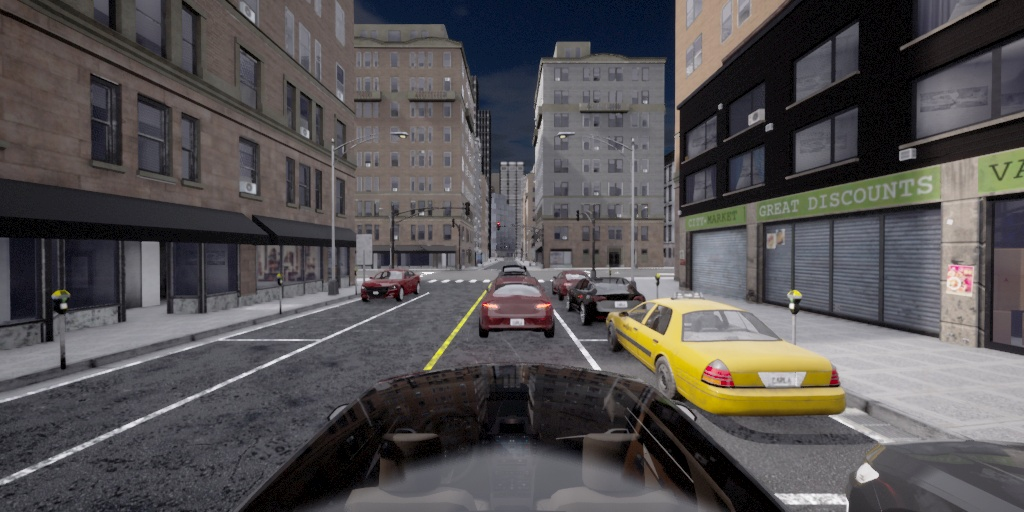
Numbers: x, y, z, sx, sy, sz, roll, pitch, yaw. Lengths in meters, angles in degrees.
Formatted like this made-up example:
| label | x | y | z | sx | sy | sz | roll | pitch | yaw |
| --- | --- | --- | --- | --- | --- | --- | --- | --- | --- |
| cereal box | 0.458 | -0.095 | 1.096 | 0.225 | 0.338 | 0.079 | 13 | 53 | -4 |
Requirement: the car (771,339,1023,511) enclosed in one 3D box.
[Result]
| label | x | y | z | sx | sy | sz | roll | pitch | yaw |
| --- | --- | --- | --- | --- | --- | --- | --- | --- | --- |
| car | 2.871 | 1.301 | 0.365 | 2.007 | 1.370 | 4.403 | 0 | 0 | 0 |

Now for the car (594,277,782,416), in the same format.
| label | x | y | z | sx | sy | sz | roll | pitch | yaw |
| --- | --- | --- | --- | --- | --- | --- | --- | --- | --- |
| car | 2.881 | 1.274 | 6.121 | 1.751 | 1.417 | 4.829 | 0 | 0 | 0 |

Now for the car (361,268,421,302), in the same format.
| label | x | y | z | sx | sy | sz | roll | pitch | yaw |
| --- | --- | --- | --- | --- | --- | --- | --- | --- | --- |
| car | -5.647 | 1.288 | 17.134 | 1.888 | 1.381 | 4.507 | 0 | 0 | 0 |

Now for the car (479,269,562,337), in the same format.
| label | x | y | z | sx | sy | sz | roll | pitch | yaw |
| --- | --- | --- | --- | --- | --- | --- | --- | --- | --- |
| car | 0.106 | 1.272 | 10.103 | 1.812 | 1.442 | 4.674 | 0 | 0 | 0 |

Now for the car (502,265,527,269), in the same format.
| label | x | y | z | sx | sy | sz | roll | pitch | yaw |
| --- | --- | --- | --- | --- | --- | --- | --- | --- | --- |
| car | 0.127 | 1.246 | 20.382 | 1.837 | 1.490 | 4.892 | 0 | 0 | 0 |

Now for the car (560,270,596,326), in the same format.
| label | x | y | z | sx | sy | sz | roll | pitch | yaw |
| --- | --- | --- | --- | --- | --- | --- | --- | --- | --- |
| car | 2.889 | 1.312 | 11.537 | 1.948 | 1.339 | 4.313 | 0 | 0 | 0 |

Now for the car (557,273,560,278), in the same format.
| label | x | y | z | sx | sy | sz | roll | pitch | yaw |
| --- | --- | --- | --- | --- | --- | --- | --- | --- | --- |
| car | 2.898 | 1.325 | 17.123 | 1.802 | 1.307 | 4.207 | 0 | 0 | 0 |
